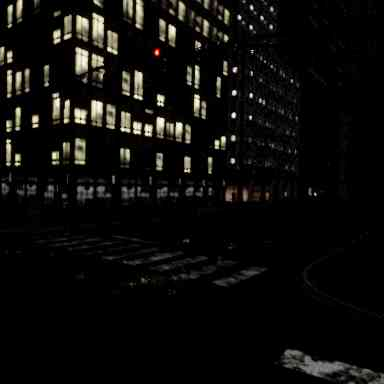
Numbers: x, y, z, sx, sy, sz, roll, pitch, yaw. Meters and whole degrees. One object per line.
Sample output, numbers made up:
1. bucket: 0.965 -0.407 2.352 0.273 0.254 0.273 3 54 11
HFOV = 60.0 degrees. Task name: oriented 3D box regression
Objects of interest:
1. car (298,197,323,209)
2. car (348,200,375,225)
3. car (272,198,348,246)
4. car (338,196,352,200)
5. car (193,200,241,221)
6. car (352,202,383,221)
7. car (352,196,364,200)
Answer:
1. car: 15.463 1.397 43.233 1.947 1.339 4.313 2 1 36
2. car: 12.244 1.581 24.792 1.752 1.417 4.829 2 1 36
3. car: 5.441 1.331 15.584 2.192 1.841 5.009 2 1 36
4. car: 25.421 1.407 56.695 1.752 1.417 4.829 2 1 36
5. car: 1.952 1.280 24.963 1.752 1.417 4.829 2 1 36
6. car: 15.496 1.656 29.192 1.802 1.307 4.206 2 1 36
7. car: 32.226 1.497 65.898 1.802 1.307 4.206 2 1 36
